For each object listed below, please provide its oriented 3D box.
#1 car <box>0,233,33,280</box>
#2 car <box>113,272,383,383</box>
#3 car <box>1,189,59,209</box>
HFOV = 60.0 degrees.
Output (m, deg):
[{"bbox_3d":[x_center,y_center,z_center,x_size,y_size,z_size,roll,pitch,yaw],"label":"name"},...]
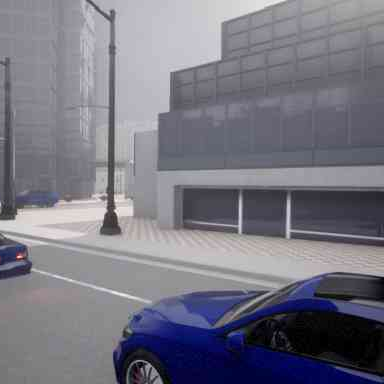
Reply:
[{"bbox_3d":[-6.221,1.441,8.507,5.357,1.411,2.033,1,1,36],"label":"car"},{"bbox_3d":[1.322,1.517,3.045,4.674,1.442,1.812,0,0,36],"label":"car"},{"bbox_3d":[-16.963,0.669,35.208,2.150,2.045,5.566,1,1,36],"label":"car"}]
